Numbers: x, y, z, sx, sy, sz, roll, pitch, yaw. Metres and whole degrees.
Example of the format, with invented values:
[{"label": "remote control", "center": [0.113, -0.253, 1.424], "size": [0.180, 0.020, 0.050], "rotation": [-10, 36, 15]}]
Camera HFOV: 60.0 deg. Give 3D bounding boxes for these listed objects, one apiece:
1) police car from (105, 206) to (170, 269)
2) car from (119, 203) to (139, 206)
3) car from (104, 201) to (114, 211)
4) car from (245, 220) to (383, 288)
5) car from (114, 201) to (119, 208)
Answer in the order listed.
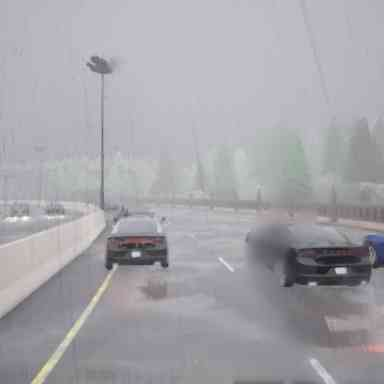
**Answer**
[{"label": "police car", "center": [-1.839, 1.513, 11.660], "size": [1.930, 1.638, 5.238], "rotation": [0, 0, -7]}, {"label": "car", "center": [-3.583, 1.666, 21.461], "size": [1.837, 1.490, 4.892], "rotation": [0, 0, -13]}, {"label": "car", "center": [-11.056, 1.896, 45.258], "size": [2.033, 1.411, 5.357], "rotation": [0, 0, -27]}, {"label": "car", "center": [2.917, 1.536, 9.507], "size": [1.882, 1.535, 5.008], "rotation": [0, 0, -6]}, {"label": "car", "center": [-5.106, 1.711, 27.306], "size": [1.837, 1.490, 4.892], "rotation": [0, 0, -16]}]
